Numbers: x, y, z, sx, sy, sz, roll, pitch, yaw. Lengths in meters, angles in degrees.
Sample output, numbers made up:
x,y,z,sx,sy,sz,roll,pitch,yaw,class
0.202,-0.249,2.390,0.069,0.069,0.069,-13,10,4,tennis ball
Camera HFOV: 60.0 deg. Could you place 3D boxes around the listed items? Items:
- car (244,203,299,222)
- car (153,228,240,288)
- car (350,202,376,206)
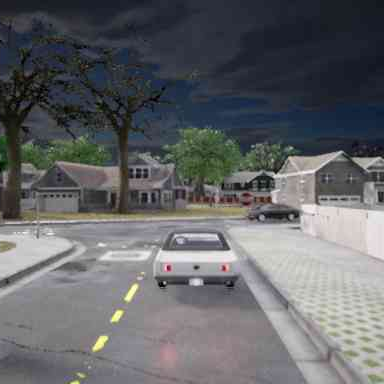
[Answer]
x,y,z,sx,sy,sz,roll,pitch,yaw,class
6.779,1.709,28.357,4.892,1.490,1.837,0,-1,-19,car
0.098,1.654,9.344,1.895,1.301,4.718,0,0,0,car
15.857,1.766,31.443,4.892,1.490,1.837,0,-1,-17,car
